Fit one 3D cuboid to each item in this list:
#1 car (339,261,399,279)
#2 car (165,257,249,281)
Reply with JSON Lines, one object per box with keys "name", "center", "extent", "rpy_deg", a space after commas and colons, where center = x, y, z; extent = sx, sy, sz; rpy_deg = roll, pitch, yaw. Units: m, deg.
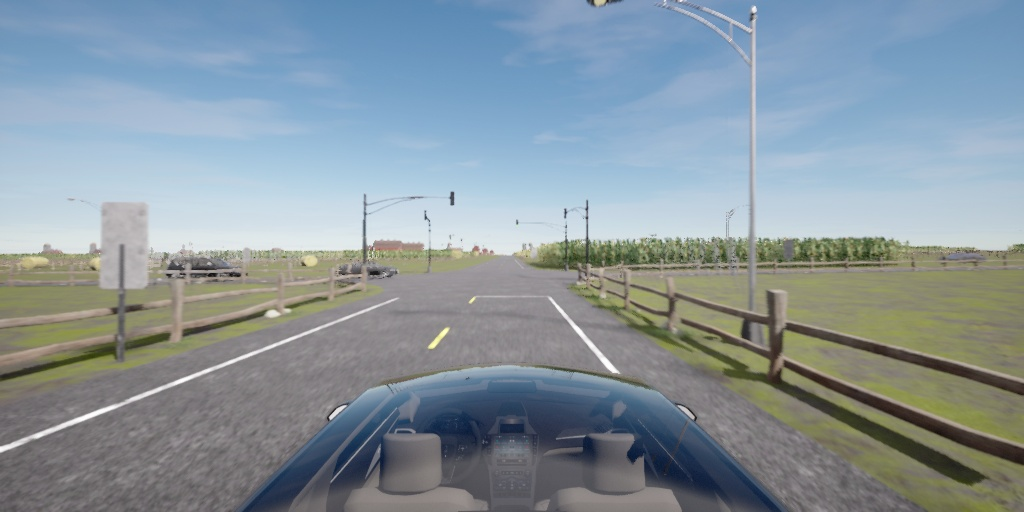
{"name": "car", "center": [-12.311, 1.210, 30.982], "extent": [4.902, 1.511, 2.128], "rpy_deg": [0, -1, -7]}
{"name": "car", "center": [-25.048, 1.102, 29.567], "extent": [5.566, 2.045, 2.150], "rpy_deg": [1, -1, -6]}
